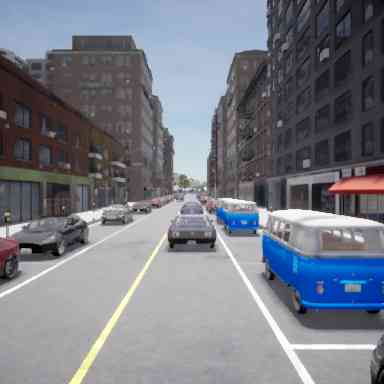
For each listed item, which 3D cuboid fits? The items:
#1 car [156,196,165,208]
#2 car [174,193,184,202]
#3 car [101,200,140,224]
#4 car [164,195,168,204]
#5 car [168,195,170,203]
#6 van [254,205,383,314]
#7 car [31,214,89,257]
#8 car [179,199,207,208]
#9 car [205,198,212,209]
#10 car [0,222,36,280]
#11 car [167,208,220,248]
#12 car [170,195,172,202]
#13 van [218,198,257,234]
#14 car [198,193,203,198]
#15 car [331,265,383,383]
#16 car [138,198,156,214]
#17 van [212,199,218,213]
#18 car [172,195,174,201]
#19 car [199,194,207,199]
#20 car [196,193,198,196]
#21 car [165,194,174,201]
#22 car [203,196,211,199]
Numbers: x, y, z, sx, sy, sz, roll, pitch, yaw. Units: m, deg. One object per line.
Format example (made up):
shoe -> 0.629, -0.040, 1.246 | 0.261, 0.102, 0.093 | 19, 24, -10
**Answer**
car -> -5.388, 1.531, 47.082 | 1.887, 1.381, 4.507 | 0, 0, 0
car -> -2.750, 1.417, 76.710 | 1.837, 1.490, 4.892 | 0, 0, 0
car -> -5.388, 1.544, 24.352 | 2.008, 1.369, 4.403 | 0, 0, 0
car -> -5.388, 1.535, 52.764 | 2.008, 1.369, 4.403 | 0, 0, 0
car -> -5.388, 1.526, 58.446 | 1.887, 1.381, 4.507 | 0, 0, 0
van -> 2.637, 1.338, 7.305 | 1.690, 1.788, 3.998 | 0, 0, 0
car -> -5.388, 1.561, 12.988 | 1.947, 1.339, 4.313 | 0, 0, 0
car -> 0.000, 1.565, 29.650 | 1.994, 1.385, 4.181 | 0, 0, 0
car -> 2.637, 1.572, 35.717 | 1.802, 1.307, 4.206 | 0, 0, 0
car -> -5.388, 1.578, 7.305 | 1.802, 1.307, 4.206 | 0, 0, 0
car -> 0.000, 1.613, 14.680 | 1.895, 1.301, 4.718 | 0, 0, 0
car -> -5.388, 1.545, 64.129 | 1.947, 1.339, 4.313 | 0, 0, 0
van -> 2.637, 1.336, 18.670 | 1.690, 1.788, 3.998 | 0, 0, 0
car -> 2.637, 1.420, 64.129 | 1.967, 1.590, 4.097 | 0, 0, 0
car -> 2.637, 1.548, 1.623 | 2.008, 1.369, 4.403 | 0, 0, 0
car -> -5.388, 1.555, 35.717 | 1.947, 1.339, 4.313 | 0, 0, 0
van -> 2.637, 1.334, 24.353 | 1.690, 1.788, 3.998 | 0, 0, 0
car -> -5.388, 1.417, 69.811 | 1.967, 1.590, 4.097 | 0, 0, 0
car -> 2.637, 1.526, 58.446 | 1.887, 1.381, 4.507 | 0, 0, 0
car -> 2.638, 1.287, 81.176 | 2.192, 1.841, 5.009 | 0, 0, 0
car -> -5.387, 1.412, 81.175 | 1.967, 1.590, 4.097 | 0, 0, 0
car -> 2.637, 1.513, 41.569 | 1.752, 1.417, 4.829 | 0, 0, 0
